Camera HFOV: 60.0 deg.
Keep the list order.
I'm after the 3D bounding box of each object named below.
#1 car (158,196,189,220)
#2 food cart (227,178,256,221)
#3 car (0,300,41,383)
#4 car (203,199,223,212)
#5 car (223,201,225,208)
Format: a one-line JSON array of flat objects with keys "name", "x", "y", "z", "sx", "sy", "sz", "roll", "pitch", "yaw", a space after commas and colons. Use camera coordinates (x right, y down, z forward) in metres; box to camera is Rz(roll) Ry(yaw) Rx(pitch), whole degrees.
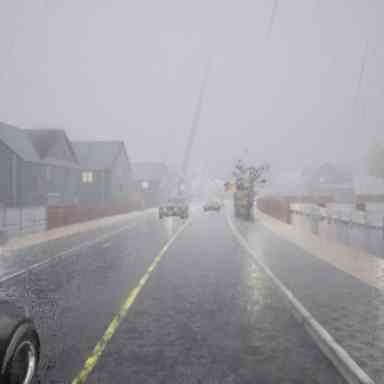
[{"name": "car", "x": -1.529, "y": 1.368, "z": 29.744, "sx": 2.150, "sy": 2.045, "sz": 5.566, "roll": 0, "pitch": 0, "yaw": 5}, {"name": "food cart", "x": 4.358, "y": 0.625, "z": 29.963, "sx": 2.280, "sy": 3.560, "sz": 4.660, "roll": 1, "pitch": 1, "yaw": 5}, {"name": "car", "x": -2.787, "y": 1.572, "z": 2.239, "sx": 1.994, "sy": 1.385, "sz": 4.181, "roll": 0, "pitch": 0, "yaw": 1}, {"name": "car", "x": 2.549, "y": 1.814, "z": 41.470, "sx": 1.895, "sy": 1.301, "sz": 4.718, "roll": 0, "pitch": 0, "yaw": 8}, {"name": "car", "x": 3.779, "y": 1.739, "z": 50.755, "sx": 1.882, "sy": 1.535, "sz": 5.008, "roll": 0, "pitch": 0, "yaw": 16}]
